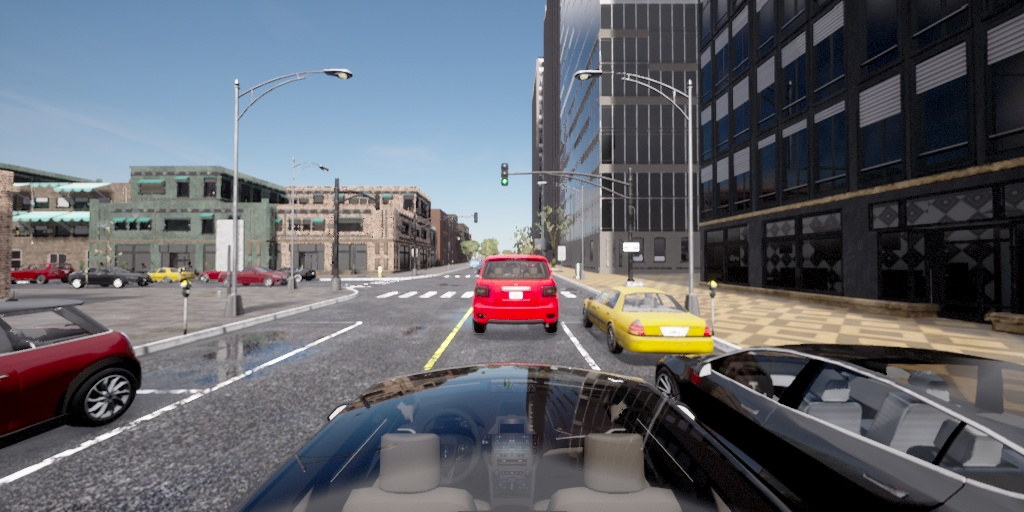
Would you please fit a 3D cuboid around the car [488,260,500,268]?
[{"bbox_3d":[-3.202,1.410,64.411,1.895,1.301,4.718,0,0,0],"label":"car"}]

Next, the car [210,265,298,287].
[{"bbox_3d":[-18.318,1.432,25.601,4.674,1.442,1.812,-1,-1,1],"label":"car"}]

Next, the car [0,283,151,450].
[{"bbox_3d":[-5.693,1.191,2.768,1.967,1.591,4.097,0,0,0],"label":"car"}]

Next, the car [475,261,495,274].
[{"bbox_3d":[-3.199,1.336,43.929,2.033,1.411,5.357,0,0,0],"label":"car"}]

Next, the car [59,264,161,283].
[{"bbox_3d":[-28.723,1.511,25.715,4.892,1.490,1.837,-1,-1,1],"label":"car"}]

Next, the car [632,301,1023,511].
[{"bbox_3d":[2.655,1.317,2.734,1.948,1.339,4.313,0,0,0],"label":"car"}]

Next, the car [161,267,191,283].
[{"bbox_3d":[-30.747,1.644,31.515,4.829,1.417,1.751,0,0,1],"label":"car"}]

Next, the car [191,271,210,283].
[{"bbox_3d":[-25.029,1.505,31.456,4.097,1.591,1.967,0,0,1],"label":"car"}]

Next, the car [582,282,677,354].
[{"bbox_3d":[2.812,1.281,8.548,1.751,1.417,4.829,0,0,0],"label":"car"}]

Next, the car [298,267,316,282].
[{"bbox_3d":[-19.482,1.578,31.397,4.313,1.339,1.948,0,0,1],"label":"car"}]

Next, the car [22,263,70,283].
[{"bbox_3d":[-41.673,1.539,31.629,5.009,1.841,2.192,0,0,1],"label":"car"}]

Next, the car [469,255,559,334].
[{"bbox_3d":[0.079,0.981,10.846,2.150,2.045,5.566,0,0,0],"label":"car"}]

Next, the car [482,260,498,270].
[{"bbox_3d":[-3.216,1.346,54.116,2.033,1.411,5.357,0,0,0],"label":"car"}]

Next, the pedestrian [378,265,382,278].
[{"bbox_3d":[-12.621,1.417,34.280,0.375,1.300,0.375,0,0,1],"label":"pedestrian"}]

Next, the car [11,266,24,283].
[{"bbox_3d":[-39.359,1.655,25.833,5.357,1.411,2.033,-1,-1,1],"label":"car"}]
